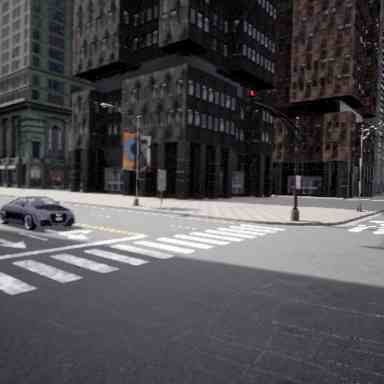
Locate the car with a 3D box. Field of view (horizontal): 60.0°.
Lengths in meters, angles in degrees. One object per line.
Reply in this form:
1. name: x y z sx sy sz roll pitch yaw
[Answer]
1. car: -7.309 0.900 15.678 4.181 1.385 1.994 3 2 39
